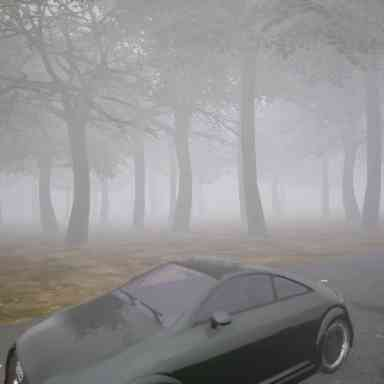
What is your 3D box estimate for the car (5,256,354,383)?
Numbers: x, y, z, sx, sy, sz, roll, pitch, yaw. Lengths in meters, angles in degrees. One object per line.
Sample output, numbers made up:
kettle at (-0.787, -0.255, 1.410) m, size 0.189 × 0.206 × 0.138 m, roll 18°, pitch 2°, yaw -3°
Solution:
car at (0.095, 1.563, 4.055) m, size 4.181 × 1.385 × 1.994 m, roll 0°, pitch 0°, yaw -35°
